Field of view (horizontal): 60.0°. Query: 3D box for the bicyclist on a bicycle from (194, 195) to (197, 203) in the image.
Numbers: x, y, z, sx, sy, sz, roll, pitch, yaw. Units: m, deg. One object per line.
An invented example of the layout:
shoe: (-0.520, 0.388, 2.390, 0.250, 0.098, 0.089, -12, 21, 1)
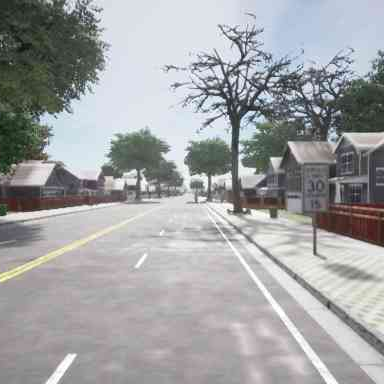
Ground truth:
bicyclist on a bicycle: (0.922, 1.589, 79.610, 0.659, 1.776, 1.843, 2, 1, 0)

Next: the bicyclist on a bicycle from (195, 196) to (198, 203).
bicyclist on a bicycle: (0.923, 1.646, 70.606, 0.866, 1.612, 1.509, 2, 1, 0)
